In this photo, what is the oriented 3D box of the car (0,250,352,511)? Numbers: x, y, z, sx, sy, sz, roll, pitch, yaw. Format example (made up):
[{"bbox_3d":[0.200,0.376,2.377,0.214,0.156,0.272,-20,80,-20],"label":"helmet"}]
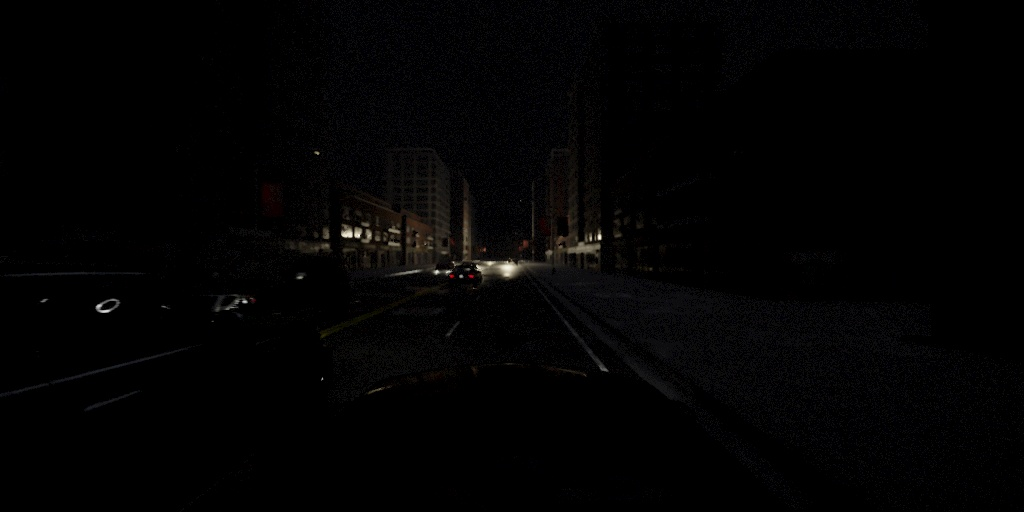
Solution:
[{"bbox_3d":[-3.151,0.973,1.803,2.150,2.045,5.566,0,0,0],"label":"car"}]

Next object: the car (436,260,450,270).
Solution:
[{"bbox_3d":[-9.798,1.280,52.277,1.882,1.535,5.008,0,0,0],"label":"car"}]

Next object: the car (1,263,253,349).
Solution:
[{"bbox_3d":[-9.847,1.110,9.916,2.097,1.767,4.553,0,0,0],"label":"car"}]

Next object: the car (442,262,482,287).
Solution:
[{"bbox_3d":[-3.144,1.321,24.738,2.033,1.411,5.357,0,0,0],"label":"car"}]

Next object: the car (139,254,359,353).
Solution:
[{"bbox_3d":[-6.597,0.980,10.161,2.150,2.045,5.566,0,0,0],"label":"car"}]
